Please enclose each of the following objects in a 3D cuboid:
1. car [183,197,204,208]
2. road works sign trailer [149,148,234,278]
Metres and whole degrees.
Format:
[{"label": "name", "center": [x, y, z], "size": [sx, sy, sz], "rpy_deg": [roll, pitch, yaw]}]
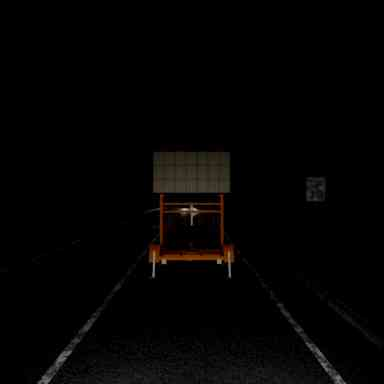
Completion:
[{"label": "car", "center": [0.295, 1.449, 47.744], "size": [1.882, 1.535, 5.008], "rpy_deg": [-1, 0, 20]}, {"label": "road works sign trailer", "center": [-0.011, 0.467, 10.114], "size": [2.380, 3.560, 2.880], "rpy_deg": [0, 0, 0]}]
